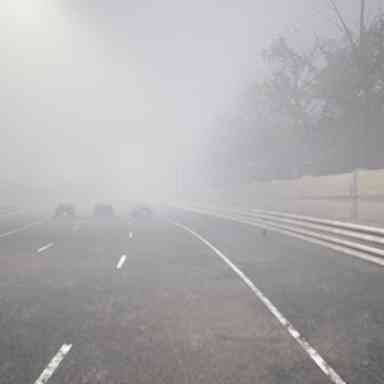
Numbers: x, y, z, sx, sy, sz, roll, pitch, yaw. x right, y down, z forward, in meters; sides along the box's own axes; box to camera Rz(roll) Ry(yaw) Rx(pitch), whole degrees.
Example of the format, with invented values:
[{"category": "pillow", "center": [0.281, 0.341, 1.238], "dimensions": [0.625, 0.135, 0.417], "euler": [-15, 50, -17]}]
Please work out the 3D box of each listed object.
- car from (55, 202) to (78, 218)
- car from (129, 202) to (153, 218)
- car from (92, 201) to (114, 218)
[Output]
[{"category": "car", "center": [-12.473, 1.743, 32.971], "dimensions": [1.837, 1.490, 4.892], "euler": [0, 0, -18]}, {"category": "car", "center": [-4.960, 1.711, 32.364], "dimensions": [1.812, 1.442, 4.674], "euler": [0, 0, -17]}, {"category": "car", "center": [-8.895, 1.693, 33.273], "dimensions": [1.882, 1.535, 5.008], "euler": [0, 0, -18]}]
